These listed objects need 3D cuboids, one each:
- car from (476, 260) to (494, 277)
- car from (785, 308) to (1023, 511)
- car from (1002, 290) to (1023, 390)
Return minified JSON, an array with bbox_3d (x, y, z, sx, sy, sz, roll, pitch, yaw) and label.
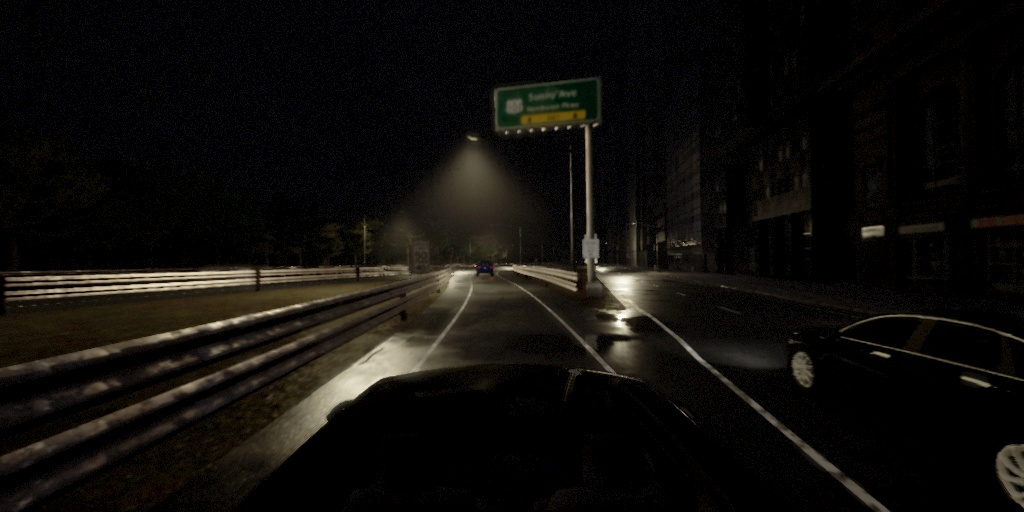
[{"bbox_3d":[-3.479,1.573,46.358,2.150,2.045,5.566,-1,-1,-4],"label":"car"},{"bbox_3d":[5.053,1.318,3.873,1.837,1.490,4.892,-1,-1,11],"label":"car"},{"bbox_3d":[8.480,1.258,3.155,2.128,1.511,4.902,-1,-1,11],"label":"car"}]
